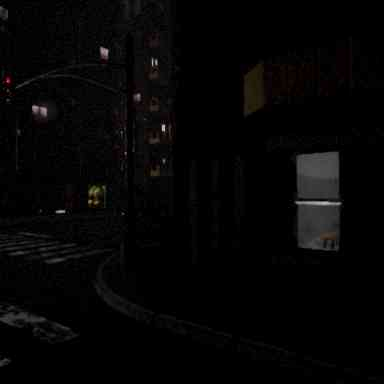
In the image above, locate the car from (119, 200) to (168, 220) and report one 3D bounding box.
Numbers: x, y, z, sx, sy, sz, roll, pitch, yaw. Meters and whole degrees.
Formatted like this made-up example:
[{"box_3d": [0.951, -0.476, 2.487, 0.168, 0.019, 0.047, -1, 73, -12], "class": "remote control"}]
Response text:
[{"box_3d": [-3.754, 1.358, 26.363, 1.887, 1.381, 4.507, 0, 0, 36], "class": "car"}]
